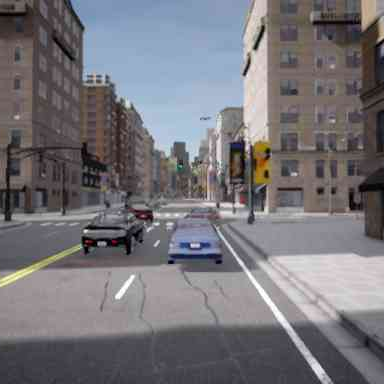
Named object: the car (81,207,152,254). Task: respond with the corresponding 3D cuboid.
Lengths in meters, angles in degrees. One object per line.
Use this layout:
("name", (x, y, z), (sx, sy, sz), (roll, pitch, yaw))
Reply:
("car", (-3.154, 1.619, 14.075), (2.128, 1.511, 4.902), (0, 0, 0))

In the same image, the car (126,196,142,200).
("car", (-9.826, 1.726, 56.683), (2.150, 2.045, 5.566), (0, -1, 0))

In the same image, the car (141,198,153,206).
("car", (-9.772, 2.133, 72.400), (1.882, 1.535, 5.008), (0, -1, 0))

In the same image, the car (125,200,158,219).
("car", (-4.764, 1.729, 28.112), (1.882, 1.535, 5.008), (1, -1, -23))

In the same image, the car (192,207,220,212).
("car", (1.015, 1.834, 26.006), (1.895, 1.301, 4.718), (0, -1, 14))

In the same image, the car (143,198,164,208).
("car", (-6.579, 1.996, 56.711), (2.128, 1.511, 4.902), (0, -1, 0))

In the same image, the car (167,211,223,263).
("car", (0.096, 1.660, 12.409), (2.033, 1.411, 5.357), (0, -1, 0))

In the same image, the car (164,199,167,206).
("car", (-6.522, 2.194, 72.283), (2.033, 1.411, 5.357), (0, -1, 0))
